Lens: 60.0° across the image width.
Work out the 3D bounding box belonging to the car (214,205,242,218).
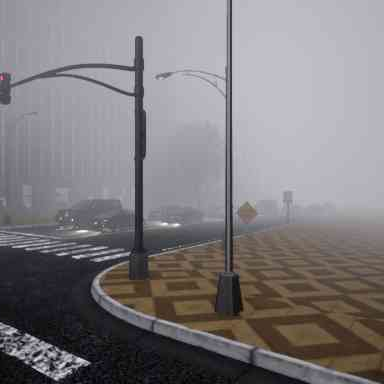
[{"bbox_3d":[4.809,2.251,38.816,1.895,1.301,4.718,0,-1,33],"label":"car"}]

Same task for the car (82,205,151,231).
[{"bbox_3d":[-5.177,1.883,23.254,1.994,1.385,4.181,0,-1,32],"label":"car"}]

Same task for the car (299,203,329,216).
[{"bbox_3d":[16.469,2.406,44.693,2.033,1.411,5.357,0,-1,33],"label":"car"}]

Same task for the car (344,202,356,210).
[{"bbox_3d":[31.409,2.770,65.976,1.801,1.575,5.366,0,-1,33],"label":"car"}]

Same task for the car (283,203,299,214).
[{"bbox_3d":[14.472,2.355,47.505,1.882,1.535,5.008,0,-1,33],"label":"car"}]

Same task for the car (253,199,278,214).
[{"bbox_3d":[10.650,2.064,47.846,2.150,2.045,5.566,0,-1,33],"label":"car"}]

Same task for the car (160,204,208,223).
[{"bbox_3d":[-0.648,2.033,30.321,1.994,1.385,4.181,0,-1,32],"label":"car"}]

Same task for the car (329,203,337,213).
[{"bbox_3d":[21.757,2.537,53.031,1.837,1.490,4.892,0,-1,33],"label":"car"}]

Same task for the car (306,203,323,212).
[{"bbox_3d":[21.530,2.634,58.520,1.812,1.442,4.674,0,-1,33],"label":"car"}]

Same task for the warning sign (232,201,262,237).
[{"bbox_3d":[3.069,1.454,18.572,1.300,1.860,1.060,1,1,33],"label":"warning sign"}]

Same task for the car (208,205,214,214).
[{"bbox_3d":[3.022,2.279,42.043,1.895,1.301,4.718,0,-1,32],"label":"car"}]

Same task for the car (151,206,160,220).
[{"bbox_3d":[-2.451,2.001,33.520,1.837,1.490,4.892,0,-1,33],"label":"car"}]

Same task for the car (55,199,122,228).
[{"bbox_3d":[-7.627,1.547,25.450,2.150,2.045,5.566,0,-1,33],"label":"car"}]
